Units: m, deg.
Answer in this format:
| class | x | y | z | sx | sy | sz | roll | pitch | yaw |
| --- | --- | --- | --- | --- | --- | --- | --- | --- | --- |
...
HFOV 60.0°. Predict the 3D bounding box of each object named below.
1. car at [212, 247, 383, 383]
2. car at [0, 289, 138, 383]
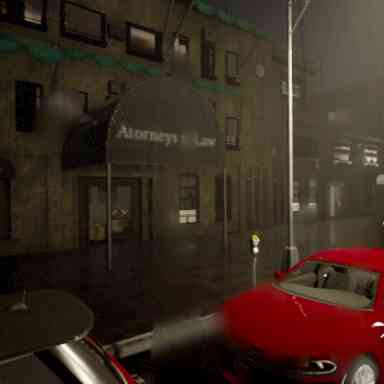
| class | x | y | z | sx | sy | sz | roll | pitch | yaw |
| --- | --- | --- | --- | --- | --- | --- | --- | --- | --- |
| car | 2.291 | 1.543 | 4.723 | 4.507 | 1.381 | 1.887 | 0 | -1 | -37 |
| car | -2.139 | 1.441 | 1.383 | 4.097 | 1.590 | 1.967 | 0 | -1 | -37 |
